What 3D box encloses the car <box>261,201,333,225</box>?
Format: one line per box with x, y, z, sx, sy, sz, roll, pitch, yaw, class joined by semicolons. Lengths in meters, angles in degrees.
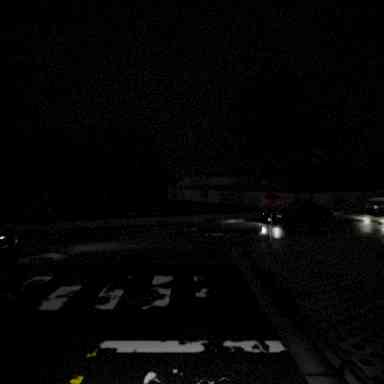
7.282;1.349;22.714;5.357;1.411;2.033;-1;3;-30;car

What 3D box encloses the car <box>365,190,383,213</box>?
17.469;0.834;29.005;5.566;2.045;2.150;-2;4;-34;car

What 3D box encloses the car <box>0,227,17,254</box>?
-8.964;1.616;11.759;4.902;1.511;2.128;0;3;-21;car
